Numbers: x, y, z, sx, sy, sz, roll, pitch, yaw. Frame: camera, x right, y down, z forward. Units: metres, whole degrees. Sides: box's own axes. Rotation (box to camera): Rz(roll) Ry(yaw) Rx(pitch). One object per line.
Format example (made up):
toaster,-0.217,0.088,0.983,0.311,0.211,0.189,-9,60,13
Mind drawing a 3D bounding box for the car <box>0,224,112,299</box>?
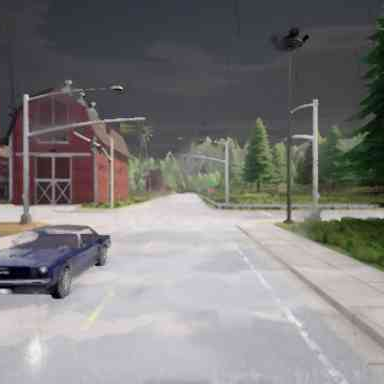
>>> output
car,-3.526,1.555,8.466,1.895,1.301,4.718,0,0,1
